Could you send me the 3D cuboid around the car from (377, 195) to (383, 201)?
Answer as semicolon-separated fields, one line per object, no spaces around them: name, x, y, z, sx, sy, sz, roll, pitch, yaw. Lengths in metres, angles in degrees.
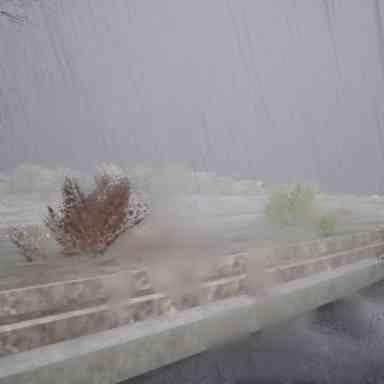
car;44.131;1.473;75.863;1.882;1.535;5.008;0;0;3
